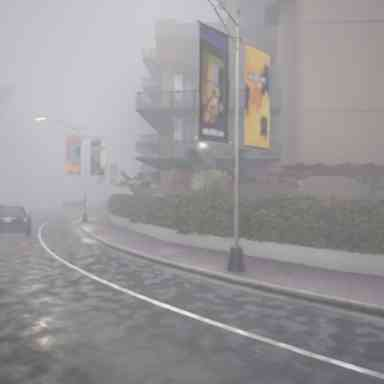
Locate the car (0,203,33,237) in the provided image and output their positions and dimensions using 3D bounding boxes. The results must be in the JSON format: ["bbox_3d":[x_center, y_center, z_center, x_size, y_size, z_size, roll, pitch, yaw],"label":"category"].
[{"bbox_3d":[-10.199,1.486,18.742,2.097,1.767,4.553,1,-1,-25],"label":"car"}]

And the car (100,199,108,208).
[{"bbox_3d":[-15.317,2.085,60.908,2.128,1.511,4.902,0,-1,6],"label":"car"}]

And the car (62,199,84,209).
[{"bbox_3d":[-19.422,1.954,54.413,1.882,1.535,5.008,0,-1,6],"label":"car"}]
